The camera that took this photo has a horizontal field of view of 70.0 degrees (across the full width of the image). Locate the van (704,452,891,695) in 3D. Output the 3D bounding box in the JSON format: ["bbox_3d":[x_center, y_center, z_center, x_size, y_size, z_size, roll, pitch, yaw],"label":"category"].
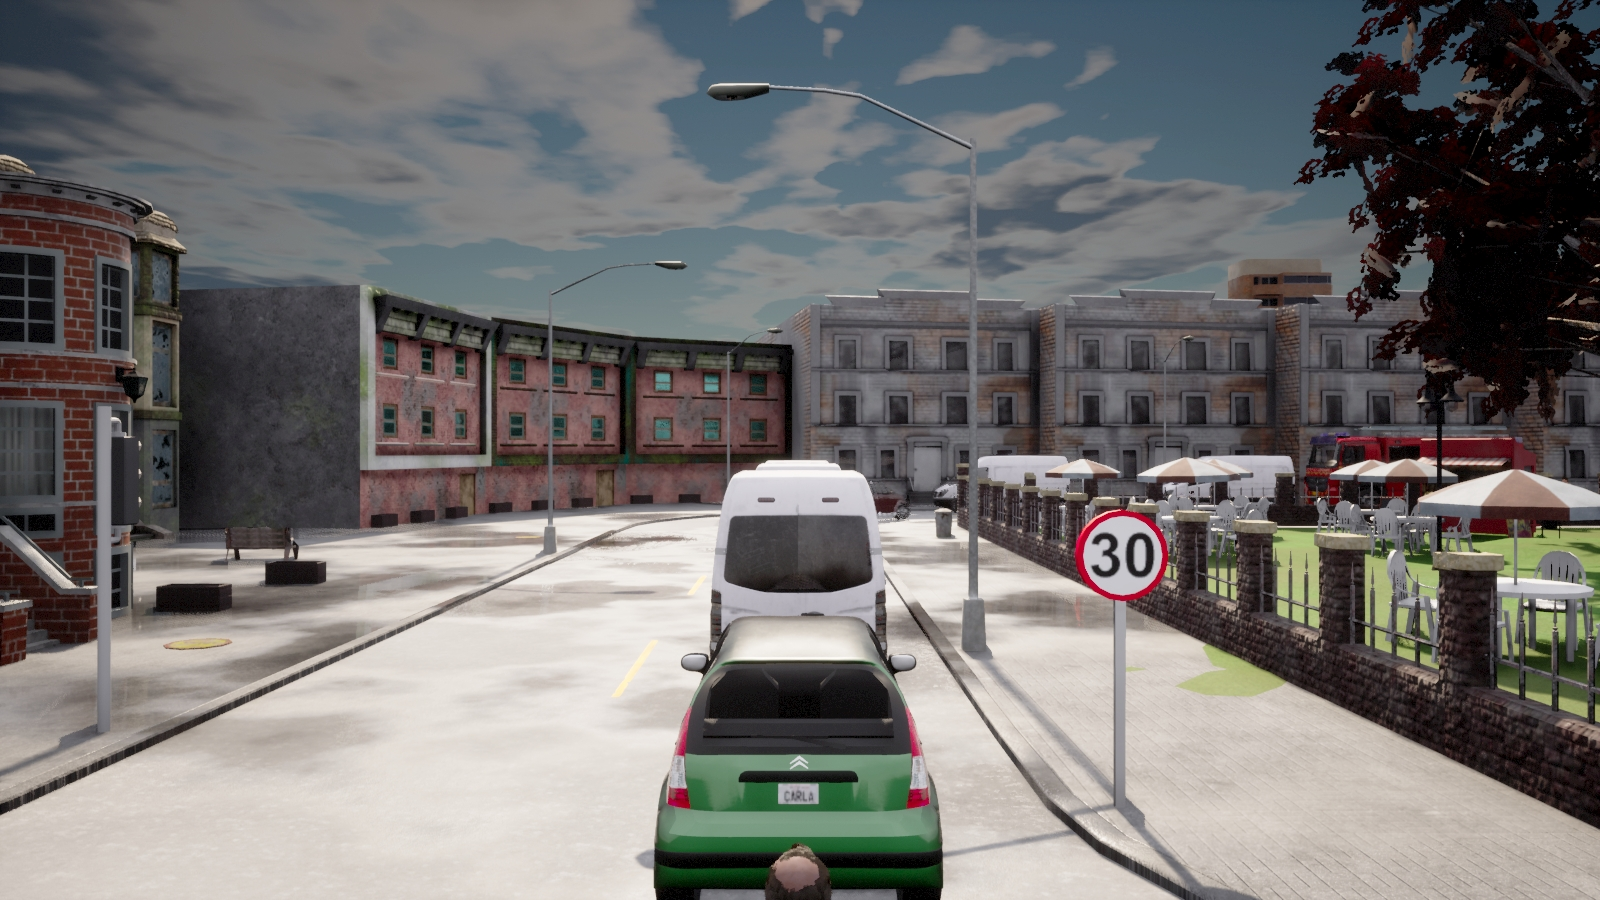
[{"bbox_3d":[-0.025,1.315,15.105,1.988,2.561,5.915,0,0,0],"label":"van"}]

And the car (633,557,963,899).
[{"bbox_3d":[-0.015,1.779,8.404,1.851,1.617,3.988,0,0,0],"label":"car"}]

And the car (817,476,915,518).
[{"bbox_3d":[2.615,1.806,44.843,1.789,1.549,3.705,-1,-1,45],"label":"car"}]

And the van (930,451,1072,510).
[{"bbox_3d":[8.821,1.316,50.421,5.915,2.561,1.988,0,0,0],"label":"van"}]

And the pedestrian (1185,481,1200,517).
[{"bbox_3d":[14.559,1.805,42.393,0.375,1.300,0.375,0,0,-43],"label":"pedestrian"}]

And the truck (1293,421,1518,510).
[{"bbox_3d":[26.739,0.670,50.713,8.468,3.827,2.891,0,0,0],"label":"truck"}]

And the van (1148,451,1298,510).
[{"bbox_3d":[18.620,1.314,50.452,5.915,2.561,1.988,0,0,0],"label":"van"}]
